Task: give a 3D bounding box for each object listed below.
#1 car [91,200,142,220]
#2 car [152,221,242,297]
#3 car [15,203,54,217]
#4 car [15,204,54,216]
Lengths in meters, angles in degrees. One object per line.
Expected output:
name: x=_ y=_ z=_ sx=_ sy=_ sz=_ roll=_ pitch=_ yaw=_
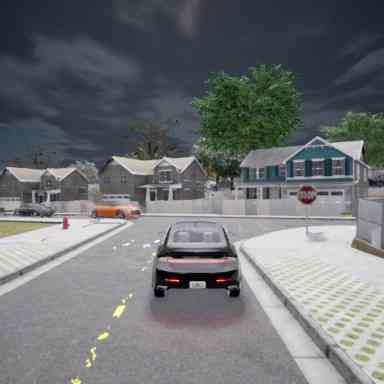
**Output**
car: x=-6.506 y=1.472 z=28.689 sx=4.553 sy=1.767 sz=2.097 roll=-2 pitch=-2 yaw=32
car: x=0.101 y=1.494 z=8.544 sx=2.128 sy=1.511 sz=4.902 roll=0 pitch=0 yaw=0
car: x=-16.609 y=1.948 z=34.938 sx=4.892 sy=1.490 sz=1.837 roll=-3 pitch=-2 yaw=31
car: x=-18.818 y=2.135 z=39.686 sx=4.674 sy=1.442 sz=1.812 roll=-2 pitch=-2 yaw=30
